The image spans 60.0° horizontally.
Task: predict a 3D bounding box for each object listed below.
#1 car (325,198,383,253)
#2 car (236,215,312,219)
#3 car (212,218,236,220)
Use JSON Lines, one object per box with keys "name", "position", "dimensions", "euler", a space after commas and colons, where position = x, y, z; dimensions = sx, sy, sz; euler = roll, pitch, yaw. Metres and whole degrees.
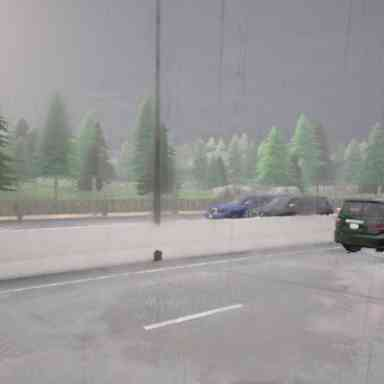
{"name": "car", "position": [7.707, 1.230, 12.153], "dimensions": [5.566, 2.045, 2.150], "euler": [0, 0, -27]}
{"name": "car", "position": [5.588, 1.206, 19.130], "dimensions": [5.566, 2.045, 2.150], "euler": [0, 0, -26]}
{"name": "car", "position": [3.627, 1.191, 22.043], "dimensions": [5.566, 2.045, 2.150], "euler": [0, 0, -27]}
